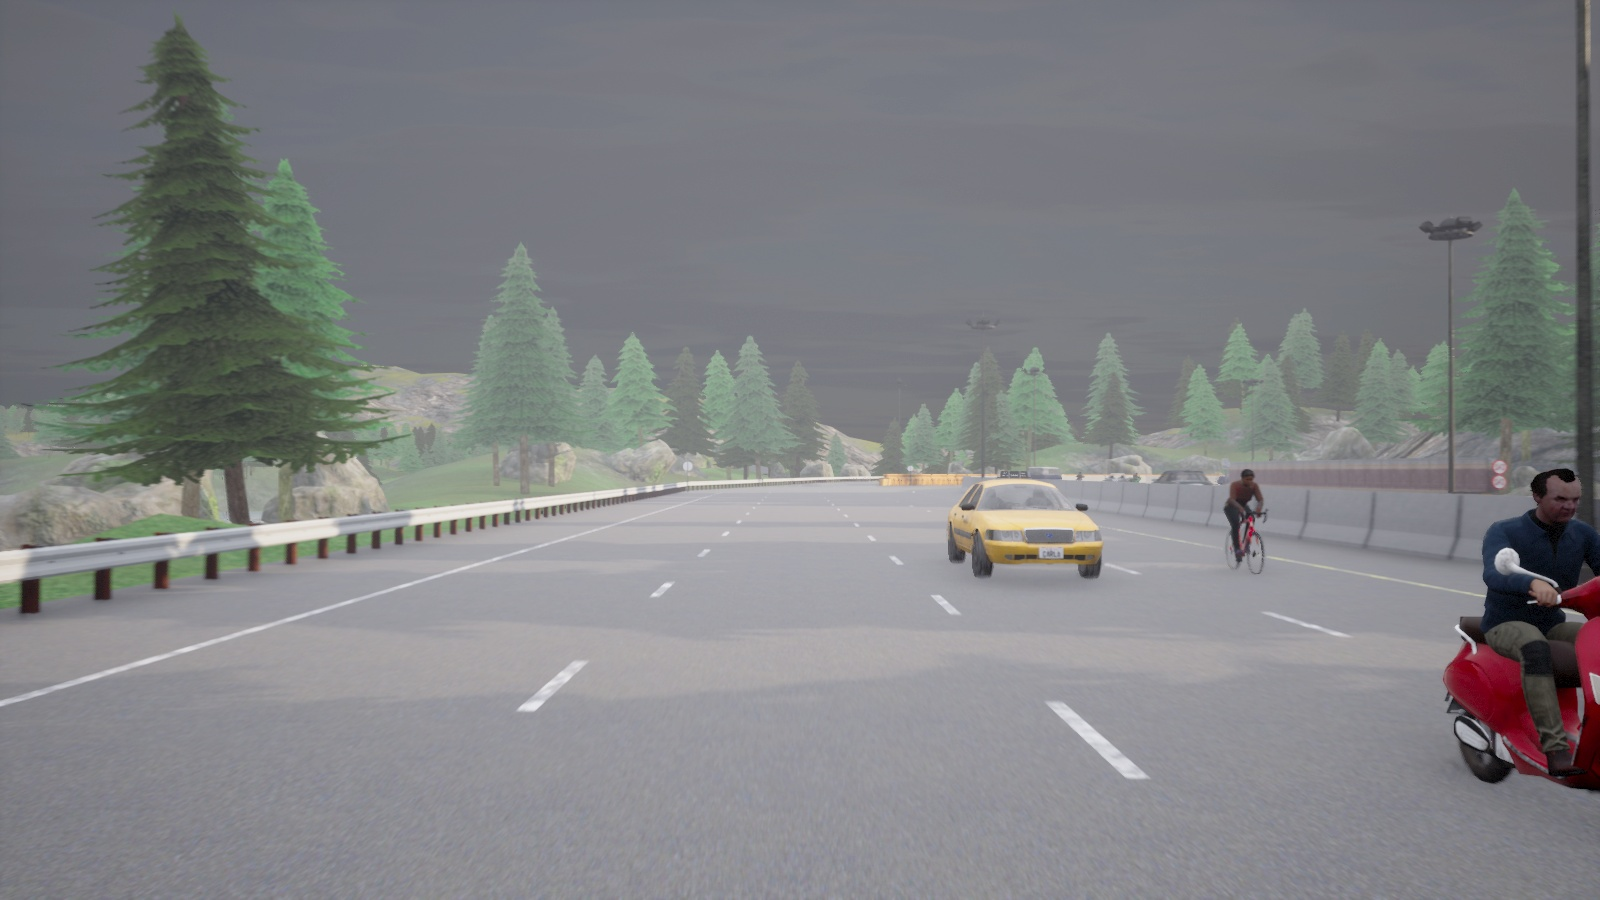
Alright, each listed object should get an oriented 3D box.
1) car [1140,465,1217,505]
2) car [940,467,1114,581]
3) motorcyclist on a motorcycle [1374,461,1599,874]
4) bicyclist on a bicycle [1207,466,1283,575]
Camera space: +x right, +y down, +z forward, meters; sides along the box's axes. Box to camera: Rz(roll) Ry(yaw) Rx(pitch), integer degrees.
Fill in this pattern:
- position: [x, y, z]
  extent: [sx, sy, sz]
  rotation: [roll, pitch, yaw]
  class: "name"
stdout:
- position: [17.302, 1.566, 57.618]
  extent: [2.097, 1.767, 4.553]
  rotation: [0, -1, 0]
  class: "car"
- position: [3.452, 1.076, 20.129]
  extent: [1.801, 1.575, 5.366]
  rotation: [0, -1, 0]
  class: "car"
- position: [3.486, 0.850, 5.752]
  extent: [0.866, 1.590, 1.817]
  rotation: [0, -1, 0]
  class: "motorcyclist on a motorcycle"
- position: [6.953, 1.068, 19.697]
  extent: [0.582, 1.620, 1.656]
  rotation: [0, -1, 0]
  class: "bicyclist on a bicycle"
